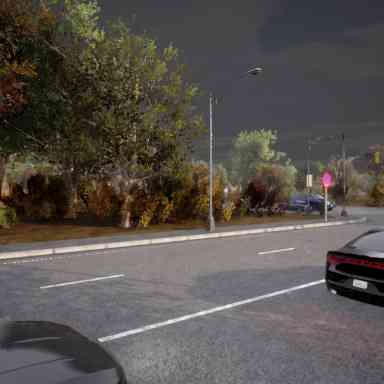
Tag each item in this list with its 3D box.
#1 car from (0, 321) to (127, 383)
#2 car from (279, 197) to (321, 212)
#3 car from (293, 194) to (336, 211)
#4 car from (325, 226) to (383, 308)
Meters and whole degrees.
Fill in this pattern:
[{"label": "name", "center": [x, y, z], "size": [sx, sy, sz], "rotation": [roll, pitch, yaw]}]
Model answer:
[{"label": "car", "center": [-2.729, 1.505, 1.790], "size": [4.892, 1.490, 1.837], "rotation": [0, 0, -36]}, {"label": "car", "center": [12.062, 1.564, 38.178], "size": [1.994, 1.385, 4.181], "rotation": [0, 0, -32]}, {"label": "car", "center": [14.662, 1.221, 40.649], "size": [2.150, 2.045, 5.566], "rotation": [0, 0, -31]}, {"label": "car", "center": [4.986, 1.478, 7.329], "size": [5.008, 1.535, 1.882], "rotation": [0, 0, -36]}]
